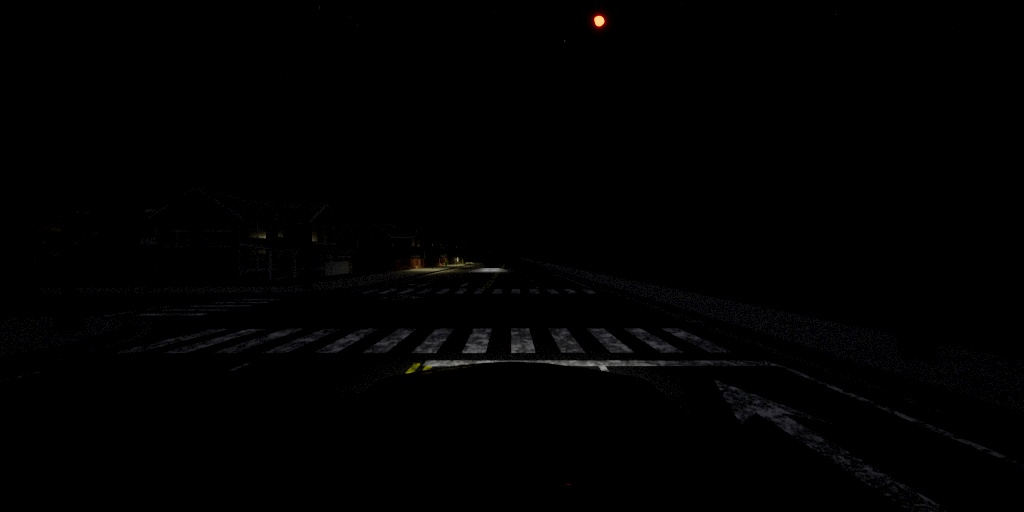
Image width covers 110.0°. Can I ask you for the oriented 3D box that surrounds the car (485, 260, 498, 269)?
[{"bbox_3d":[-3.290,1.327,57.772,1.895,1.301,4.718,0,0,0],"label":"car"}]
